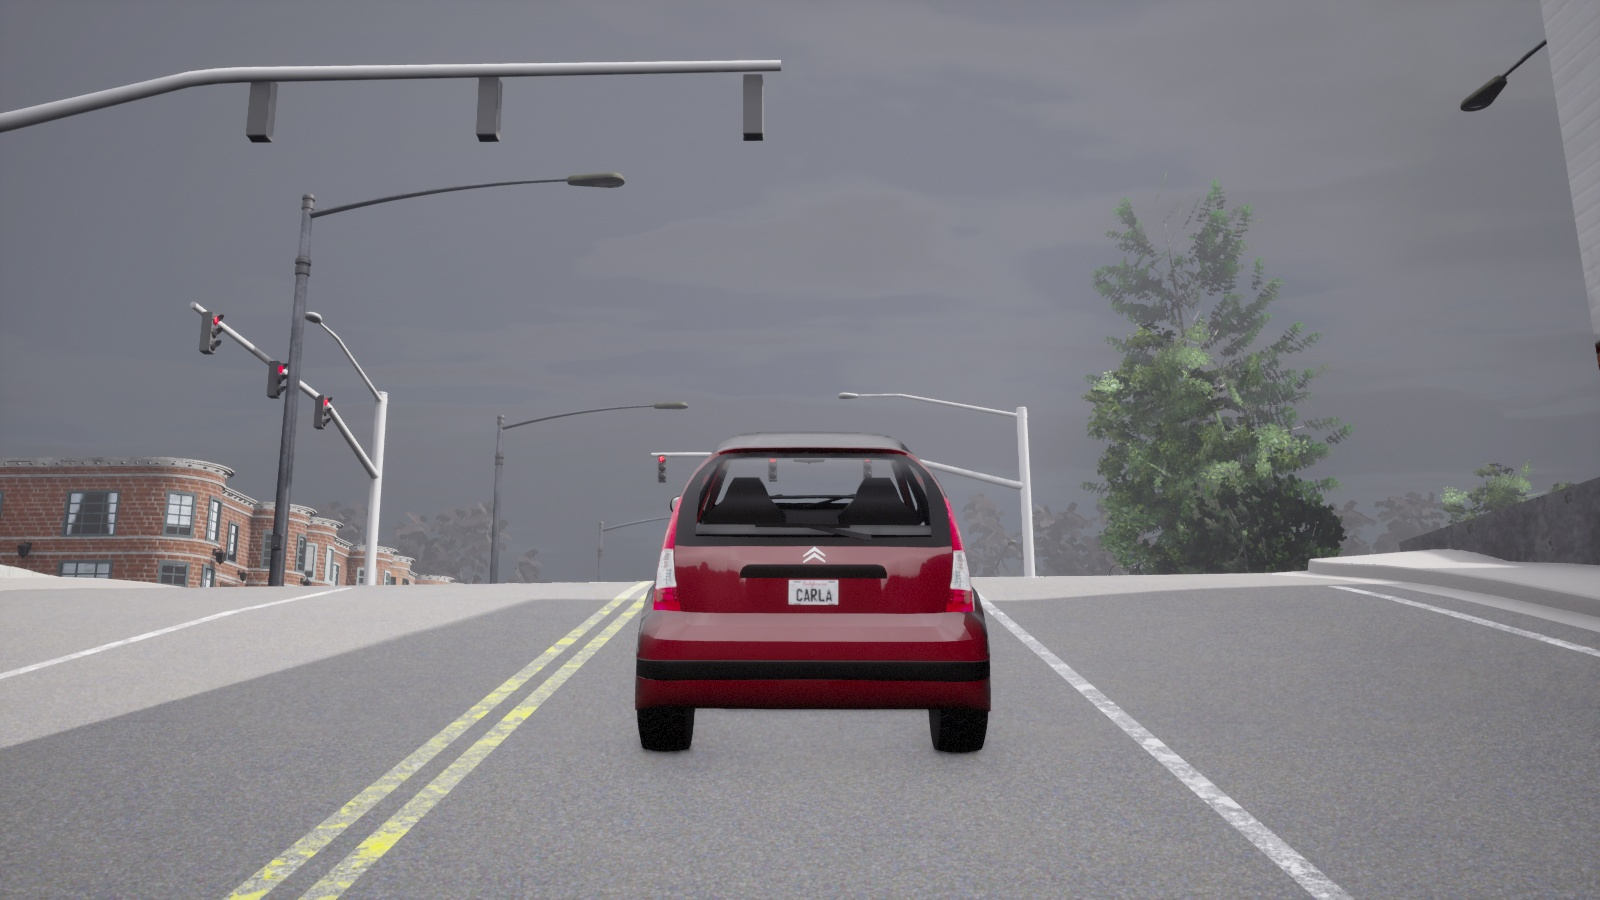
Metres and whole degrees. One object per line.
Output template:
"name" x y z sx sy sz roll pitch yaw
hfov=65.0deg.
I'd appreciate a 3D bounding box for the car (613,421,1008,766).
"car" 0.051 0.677 7.902 1.851 1.617 3.988 0 0 0
